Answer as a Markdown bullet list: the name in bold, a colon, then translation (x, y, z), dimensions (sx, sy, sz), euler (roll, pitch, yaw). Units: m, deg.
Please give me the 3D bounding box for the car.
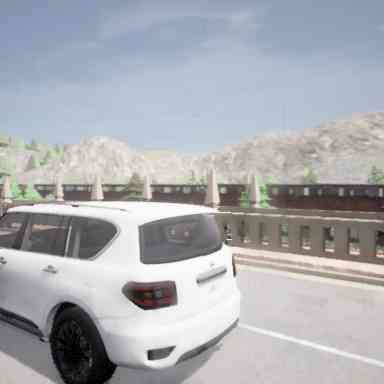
- **car**: translation (-1.950, 1.161, 5.409), dimensions (5.566, 2.045, 2.150), euler (1, 1, 35)
